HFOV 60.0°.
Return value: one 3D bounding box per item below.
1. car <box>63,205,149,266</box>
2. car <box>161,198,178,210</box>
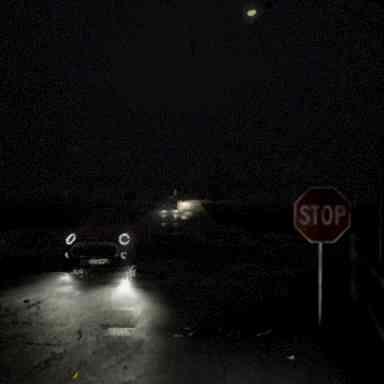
[{"bbox_3d":[-2.768,1.379,11.637,2.097,1.767,4.553,0,0,0],"label":"car"},{"bbox_3d":[-2.855,1.604,43.410,1.837,1.490,4.892,0,0,0],"label":"car"}]
